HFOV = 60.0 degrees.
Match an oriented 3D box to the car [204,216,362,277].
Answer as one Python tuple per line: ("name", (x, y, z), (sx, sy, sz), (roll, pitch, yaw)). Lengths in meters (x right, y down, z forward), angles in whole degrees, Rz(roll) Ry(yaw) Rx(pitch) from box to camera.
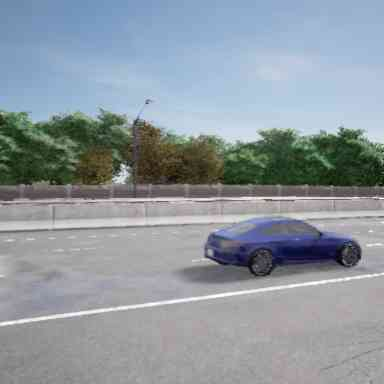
("car", (2.642, 1.427, 9.587), (4.674, 1.442, 1.812), (0, 0, -20))
